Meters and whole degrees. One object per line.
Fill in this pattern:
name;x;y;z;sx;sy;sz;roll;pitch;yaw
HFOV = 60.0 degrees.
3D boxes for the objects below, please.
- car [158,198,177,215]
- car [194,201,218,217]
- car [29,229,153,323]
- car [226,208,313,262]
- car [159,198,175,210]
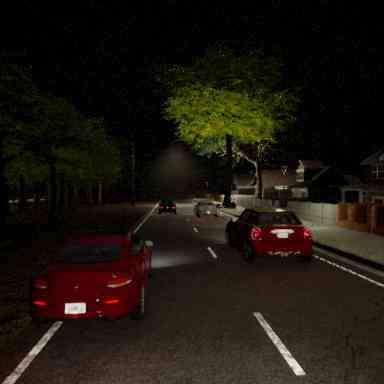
car;-2.544;1.572;34.782;2.033;1.411;5.357;0;0;-4
car;1.258;1.546;31.043;1.812;1.442;4.674;0;0;-4
car;-1.859;1.525;7.129;1.812;1.442;4.674;0;0;-4
car;2.609;1.351;12.251;2.097;1.767;4.553;0;0;-4
car;-3.378;1.563;45.404;2.033;1.411;5.357;0;0;-4
